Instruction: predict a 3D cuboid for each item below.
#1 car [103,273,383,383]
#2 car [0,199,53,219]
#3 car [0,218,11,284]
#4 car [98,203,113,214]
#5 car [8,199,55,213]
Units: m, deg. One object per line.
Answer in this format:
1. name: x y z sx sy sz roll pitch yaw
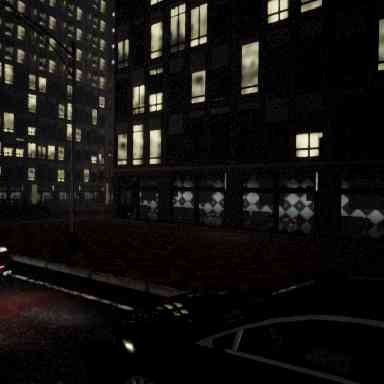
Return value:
1. car: 1.327 1.491 2.734 4.902 1.511 2.128 0 0 35
2. car: -15.654 1.518 30.546 2.192 1.841 5.009 1 0 36
3. car: -6.356 1.487 8.188 4.902 1.511 2.128 0 0 36
4. car: -8.871 1.828 39.768 1.752 1.417 4.829 1 0 36
5. car: -19.166 1.641 39.915 1.752 1.417 4.829 1 0 36
